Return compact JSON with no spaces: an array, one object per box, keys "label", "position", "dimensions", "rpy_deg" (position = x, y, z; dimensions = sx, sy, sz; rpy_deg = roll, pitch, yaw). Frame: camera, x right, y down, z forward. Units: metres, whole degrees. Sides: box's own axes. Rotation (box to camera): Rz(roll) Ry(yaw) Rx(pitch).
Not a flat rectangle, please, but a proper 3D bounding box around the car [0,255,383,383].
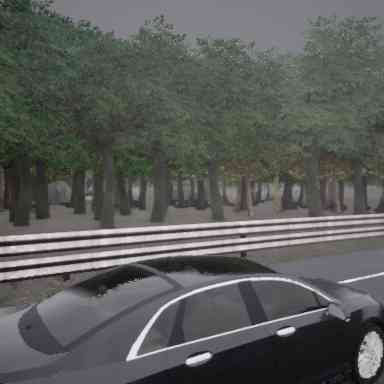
[{"label":"car","position":[0.342,1.503,3.770],"dimensions":[4.892,1.490,1.837],"rpy_deg":[0,0,-34]}]
